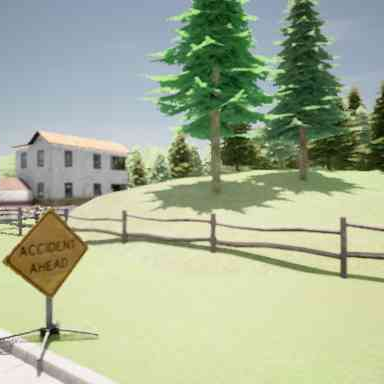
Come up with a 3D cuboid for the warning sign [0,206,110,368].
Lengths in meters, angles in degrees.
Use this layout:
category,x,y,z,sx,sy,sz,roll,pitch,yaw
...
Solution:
category,x,y,z,sx,sy,sz,roll,pitch,yaw
warning sign,-2.052,1.163,4.782,1.060,1.860,1.300,-1,0,36
